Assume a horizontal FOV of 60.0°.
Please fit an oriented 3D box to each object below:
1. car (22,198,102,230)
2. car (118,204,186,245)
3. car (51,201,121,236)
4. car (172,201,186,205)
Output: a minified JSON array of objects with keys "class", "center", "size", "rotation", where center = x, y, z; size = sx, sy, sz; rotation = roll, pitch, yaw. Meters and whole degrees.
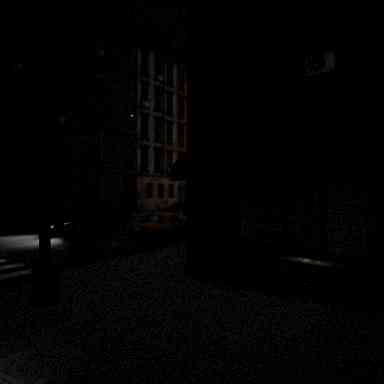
[{"class":"car","center":[-7.515,1.271,20.174],"size":[2.192,1.841,5.009],"rotation":[0,0,36]},{"class":"car","center":[-0.911,1.524,15.613],"size":[1.752,1.417,4.829],"rotation":[0,0,36]},{"class":"car","center":[-5.562,1.473,18.548],"size":[1.837,1.490,4.892],"rotation":[0,1,36]},{"class":"car","center":[-0.876,1.510,29.389],"size":[1.947,1.339,4.313],"rotation":[0,0,36]}]
